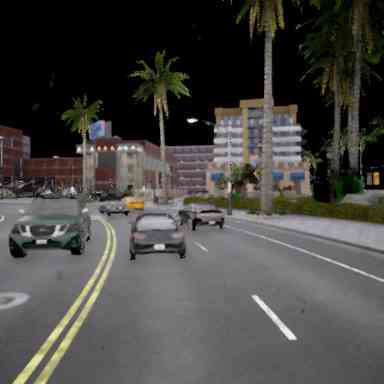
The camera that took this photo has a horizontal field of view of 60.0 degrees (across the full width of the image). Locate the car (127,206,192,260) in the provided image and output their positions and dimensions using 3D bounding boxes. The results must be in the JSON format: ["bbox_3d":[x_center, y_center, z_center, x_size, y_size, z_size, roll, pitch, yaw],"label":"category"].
[{"bbox_3d":[-1.350,1.466,12.242,1.812,1.442,4.674,0,1,-9],"label":"car"}]

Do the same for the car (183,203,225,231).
[{"bbox_3d":[0.409,1.386,19.870,2.128,1.511,4.902,0,0,-16],"label":"car"}]

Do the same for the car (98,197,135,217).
[{"bbox_3d":[-7.154,1.415,30.158,2.033,1.411,5.357,0,0,-27],"label":"car"}]

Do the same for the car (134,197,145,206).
[{"bbox_3d":[-6.866,1.310,36.596,1.882,1.535,5.008,0,0,-31],"label":"car"}]

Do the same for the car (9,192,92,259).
[{"bbox_3d":[-5.203,1.171,12.975,2.150,2.045,5.566,0,0,-12],"label":"car"}]

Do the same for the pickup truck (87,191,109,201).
[{"bbox_3d":[-20.640,0.778,73.411,2.390,2.098,6.274,0,0,9],"label":"pickup truck"}]
